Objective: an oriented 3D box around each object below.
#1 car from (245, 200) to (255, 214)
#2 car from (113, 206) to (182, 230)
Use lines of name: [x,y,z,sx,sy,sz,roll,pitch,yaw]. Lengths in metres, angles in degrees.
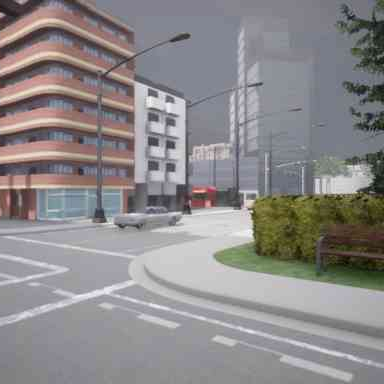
car: [7.398,1.490,35.346,1.882,1.535,5.008,0,0,36]
car: [-2.740,1.613,21.262,1.895,1.301,4.718,0,0,36]
